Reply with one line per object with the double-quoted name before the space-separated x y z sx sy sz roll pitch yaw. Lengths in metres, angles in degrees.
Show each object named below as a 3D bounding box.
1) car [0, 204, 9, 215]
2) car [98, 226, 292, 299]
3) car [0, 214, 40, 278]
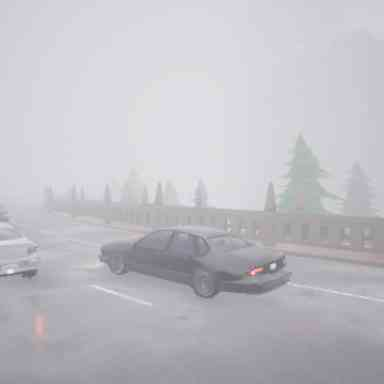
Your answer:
"car" -13.626 1.441 22.420 2.033 1.411 5.357 1 0 -38
"car" -0.205 1.614 8.721 5.357 1.411 2.033 1 0 39
"car" -5.750 1.488 8.936 4.674 1.442 1.812 1 0 42
